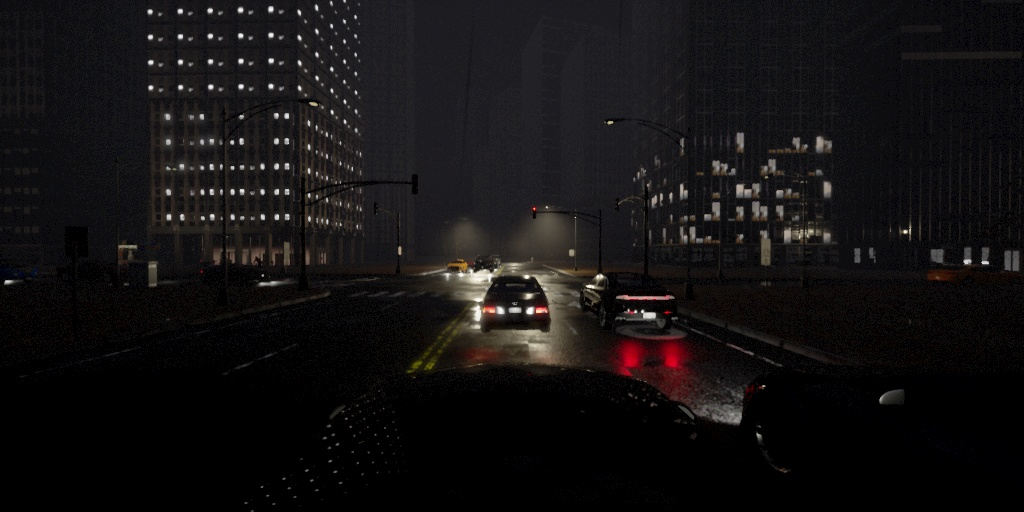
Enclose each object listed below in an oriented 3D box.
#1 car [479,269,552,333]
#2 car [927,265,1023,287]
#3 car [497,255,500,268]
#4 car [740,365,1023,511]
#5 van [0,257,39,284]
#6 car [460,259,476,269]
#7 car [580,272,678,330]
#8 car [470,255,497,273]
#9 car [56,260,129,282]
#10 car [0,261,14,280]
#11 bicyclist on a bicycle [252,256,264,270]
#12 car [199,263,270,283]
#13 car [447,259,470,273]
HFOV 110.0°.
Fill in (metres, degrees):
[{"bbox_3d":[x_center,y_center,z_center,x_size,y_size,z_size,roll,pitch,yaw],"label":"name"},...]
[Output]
[{"bbox_3d":[0.109,1.290,10.731,2.033,1.411,5.357,0,0,1],"label":"car"},{"bbox_3d":[32.075,1.370,24.884,5.008,1.535,1.882,0,1,1],"label":"car"},{"bbox_3d":[-3.286,1.022,54.542,2.097,1.767,4.553,0,0,0],"label":"car"},{"bbox_3d":[3.354,1.314,1.988,1.994,1.385,4.181,0,0,0],"label":"car"},{"bbox_3d":[-33.910,0.950,23.682,3.998,1.789,1.690,0,0,1],"label":"van"},{"bbox_3d":[-6.536,1.198,53.475,1.812,1.442,4.674,0,0,0],"label":"car"},{"bbox_3d":[3.356,1.234,11.144,2.128,1.511,4.902,0,0,0],"label":"car"},{"bbox_3d":[-3.302,0.919,42.941,2.150,2.045,5.566,0,0,0],"label":"car"},{"bbox_3d":[-30.053,1.082,26.165,5.008,1.535,1.882,0,1,2],"label":"car"},{"bbox_3d":[-40.295,1.082,26.451,4.674,1.442,1.812,0,1,2],"label":"car"},{"bbox_3d":[-24.667,0.853,34.761,0.582,1.620,1.656,0,1,1],"label":"bicyclist on a bicycle"},{"bbox_3d":[-19.961,1.216,25.902,4.181,1.385,1.994,0,1,1],"label":"car"},{"bbox_3d":[-6.550,1.175,43.265,1.882,1.535,5.008,0,0,0],"label":"car"}]
